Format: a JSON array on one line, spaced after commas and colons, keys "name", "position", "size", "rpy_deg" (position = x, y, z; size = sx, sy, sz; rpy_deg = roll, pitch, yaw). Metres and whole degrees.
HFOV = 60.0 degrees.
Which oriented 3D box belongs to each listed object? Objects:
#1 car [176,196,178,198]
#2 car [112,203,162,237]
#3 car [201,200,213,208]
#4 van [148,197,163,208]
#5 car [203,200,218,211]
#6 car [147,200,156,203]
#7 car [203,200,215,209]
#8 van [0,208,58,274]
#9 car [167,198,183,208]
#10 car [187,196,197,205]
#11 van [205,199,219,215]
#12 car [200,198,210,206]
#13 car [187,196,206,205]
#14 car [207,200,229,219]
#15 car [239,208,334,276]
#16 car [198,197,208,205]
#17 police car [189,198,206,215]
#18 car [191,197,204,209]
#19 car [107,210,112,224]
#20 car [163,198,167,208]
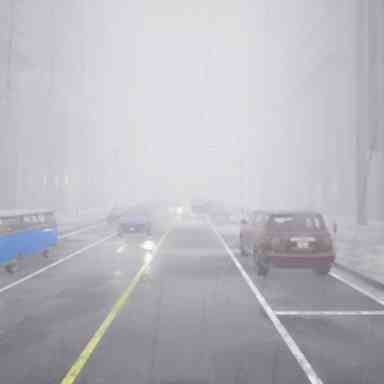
[{"name": "car", "position": [-5.772, 2.430, 95.200], "size": [1.967, 1.590, 4.097], "rpy_deg": [0, -1, 0]}, {"name": "car", "position": [-3.102, 1.676, 19.773], "size": [1.882, 1.535, 5.008], "rpy_deg": [0, -1, 0]}, {"name": "car", "position": [2.755, 2.184, 61.392], "size": [2.008, 1.369, 4.403], "rpy_deg": [0, -1, 0]}, {"name": "van", "position": [-5.770, 1.855, 50.110], "size": [1.690, 1.788, 3.998], "rpy_deg": [0, -1, 0]}, {"name": "car", "position": [2.756, 1.954, 50.121], "size": [1.967, 1.590, 4.097], "rpy_deg": [0, -1, 0]}, {"name": "car", "position": [-5.768, 1.962, 38.835], "size": [1.947, 1.339, 4.313], "rpy_deg": [0, -1, 0]}, {"name": "car", "position": [2.756, 2.101, 55.926], "size": [1.752, 1.417, 4.829], "rpy_deg": [0, -1, 0]}, {"name": "van", "position": [-5.766, 1.448, 10.655], "size": [1.690, 1.788, 3.998], "rpy_deg": [0, -1, 0]}, {"name": "car", "position": [-3.038, 2.229, 60.968], "size": [1.895, 1.301, 4.718], "rpy_deg": [0, -1, 1]}, {"name": "car", "position": [-0.005, 1.832, 73.460], "size": [2.150, 2.045, 5.566], "rpy_deg": [0, -1, 0]}, {"name": "van", "position": [2.756, 1.737, 38.850], "size": [1.690, 1.788, 3.998], "rpy_deg": [0, -1, 0]}, {"name": "car", "position": [2.754, 2.192, 72.665], "size": [1.967, 1.590, 4.097], "rpy_deg": [0, -1, 0]}, {"name": "car", "position": [0.768, 1.866, 50.114], "size": [2.097, 1.767, 4.553], "rpy_deg": [0, -1, -2]}, {"name": "car", "position": [2.757, 1.864, 33.382], "size": [1.752, 1.417, 4.829], "rpy_deg": [0, -1, 0]}, {"name": "car", "position": [2.758, 1.421, 10.670], "size": [2.192, 1.841, 5.009], "rpy_deg": [0, -1, 0]}, {"name": "car", "position": [2.753, 2.186, 83.939], "size": [2.192, 1.841, 5.009], "rpy_deg": [0, -1, 0]}, {"name": "police car", "position": [0.897, 1.836, 40.274], "size": [1.930, 1.638, 5.238], "rpy_deg": [0, -1, 0]}, {"name": "car", "position": [0.854, 1.801, 56.196], "size": [2.150, 2.045, 5.566], "rpy_deg": [0, -1, 0]}, {"name": "car", "position": [-5.767, 1.823, 27.562], "size": [1.887, 1.381, 4.507], "rpy_deg": [0, -1, 0]}, {"name": "car", "position": [-5.769, 2.139, 55.744], "size": [1.947, 1.339, 4.313], "rpy_deg": [0, -1, 0]}]
